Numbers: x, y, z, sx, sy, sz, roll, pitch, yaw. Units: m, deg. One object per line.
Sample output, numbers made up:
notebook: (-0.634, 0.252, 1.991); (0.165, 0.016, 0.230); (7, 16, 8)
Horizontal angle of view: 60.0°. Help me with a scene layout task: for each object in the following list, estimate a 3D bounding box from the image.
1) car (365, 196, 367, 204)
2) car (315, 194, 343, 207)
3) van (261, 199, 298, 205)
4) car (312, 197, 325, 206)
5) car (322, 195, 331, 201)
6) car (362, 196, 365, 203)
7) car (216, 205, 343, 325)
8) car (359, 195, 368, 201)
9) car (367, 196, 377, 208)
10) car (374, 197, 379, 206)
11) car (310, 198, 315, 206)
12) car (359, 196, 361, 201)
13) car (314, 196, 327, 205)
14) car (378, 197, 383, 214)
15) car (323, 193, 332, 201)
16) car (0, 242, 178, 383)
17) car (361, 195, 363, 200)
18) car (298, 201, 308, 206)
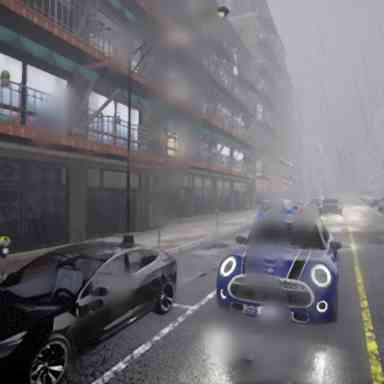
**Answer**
car: (29.356, 1.562, 53.429); (1.887, 1.381, 4.507); (1, 0, 24)
car: (13.555, 1.370, 32.482); (2.097, 1.767, 4.553); (0, 0, 24)
van: (5.311, 1.356, 20.827); (1.690, 1.788, 3.998); (1, 0, 24)
car: (21.686, 1.544, 56.805); (1.752, 1.417, 4.829); (1, 0, 24)
car: (33.504, 1.561, 82.767); (2.008, 1.369, 4.403); (1, 0, 24)
car: (31.705, 1.567, 58.590); (2.008, 1.369, 4.403); (1, 0, 24)
car: (2.152, 1.358, 7.429); (2.097, 1.767, 4.553); (0, 0, 24)
car: (43.452, 1.550, 84.396); (1.887, 1.381, 4.507); (1, 0, 24)
car: (27.008, 1.458, 48.267); (1.967, 1.590, 4.097); (1, 0, 24)
car: (22.310, 1.600, 37.947); (1.802, 1.307, 4.206); (1, 0, 24)
car: (10.008, 1.569, 31.152); (2.008, 1.369, 4.403); (1, 0, 24)
car: (36.404, 1.558, 68.912); (1.887, 1.381, 4.507); (1, 0, 24)
car: (24.105, 1.569, 62.122); (2.008, 1.369, 4.403); (1, 0, 24)
car: (19.960, 1.458, 32.784); (1.967, 1.590, 4.097); (1, 0, 24)
car: (35.856, 1.322, 87.926); (2.192, 1.841, 5.009); (1, 0, 24)
car: (-1.741, 1.570, 5.343); (1.947, 1.339, 4.313); (1, 0, 24)
car: (34.055, 1.566, 63.752); (2.008, 1.369, 4.403); (1, 0, 24)
car: (7.658, 1.562, 25.989); (1.887, 1.381, 4.507); (1, 0, 24)
